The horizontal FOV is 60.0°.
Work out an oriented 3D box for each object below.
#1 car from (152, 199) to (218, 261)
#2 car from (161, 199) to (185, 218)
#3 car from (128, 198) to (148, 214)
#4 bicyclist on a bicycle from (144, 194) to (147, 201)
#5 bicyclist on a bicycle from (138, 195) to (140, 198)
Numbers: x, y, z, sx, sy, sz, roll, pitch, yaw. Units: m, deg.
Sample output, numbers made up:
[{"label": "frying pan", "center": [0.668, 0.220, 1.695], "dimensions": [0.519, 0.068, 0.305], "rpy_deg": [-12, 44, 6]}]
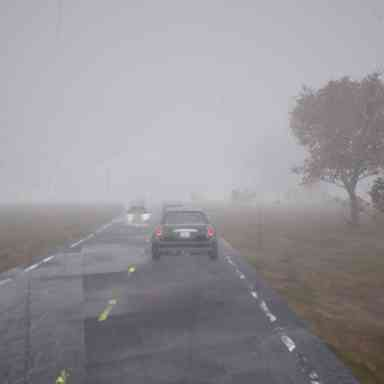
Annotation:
[{"label": "car", "center": [-0.313, 1.323, 12.315], "dimensions": [2.097, 1.767, 4.553], "rpy_deg": [0, 0, -3]}, {"label": "car", "center": [-1.820, 1.417, 30.256], "dimensions": [1.882, 1.535, 5.008], "rpy_deg": [0, 0, -7]}, {"label": "car", "center": [-5.693, 1.414, 35.292], "dimensions": [1.882, 1.535, 5.008], "rpy_deg": [0, 0, -8]}, {"label": "bicyclist on a bicycle", "center": [-10.803, 1.335, 76.787], "dimensions": [0.582, 1.620, 1.656], "rpy_deg": [0, 0, -17]}, {"label": "bicyclist on a bicycle", "center": [-13.600, 1.329, 85.424], "dimensions": [0.582, 1.620, 1.656], "rpy_deg": [0, 0, -19]}]
